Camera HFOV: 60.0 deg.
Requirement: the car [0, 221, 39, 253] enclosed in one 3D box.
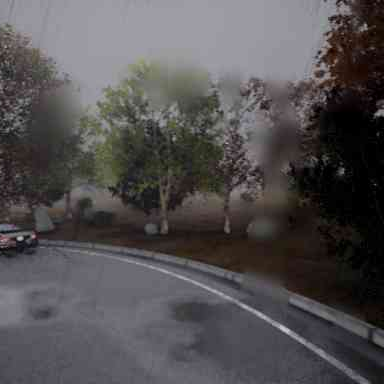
[{"bbox_3d":[-8.964,1.929,14.075,5.357,1.411,2.033,-2,-1,26],"label":"car"}]
